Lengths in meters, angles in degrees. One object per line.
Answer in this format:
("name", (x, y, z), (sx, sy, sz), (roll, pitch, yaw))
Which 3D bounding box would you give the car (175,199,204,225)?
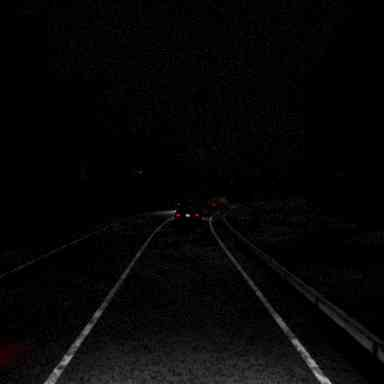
("car", (-0.152, 1.490, 23.246), (2.033, 1.411, 5.357), (0, 0, 3))

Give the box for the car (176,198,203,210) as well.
("car", (-0.276, 1.523, 41.694), (1.895, 1.301, 4.718), (-2, 0, 19))

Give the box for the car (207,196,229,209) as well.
("car", (3.319, 1.283, 41.349), (1.882, 1.535, 5.008), (-2, 0, 18))
